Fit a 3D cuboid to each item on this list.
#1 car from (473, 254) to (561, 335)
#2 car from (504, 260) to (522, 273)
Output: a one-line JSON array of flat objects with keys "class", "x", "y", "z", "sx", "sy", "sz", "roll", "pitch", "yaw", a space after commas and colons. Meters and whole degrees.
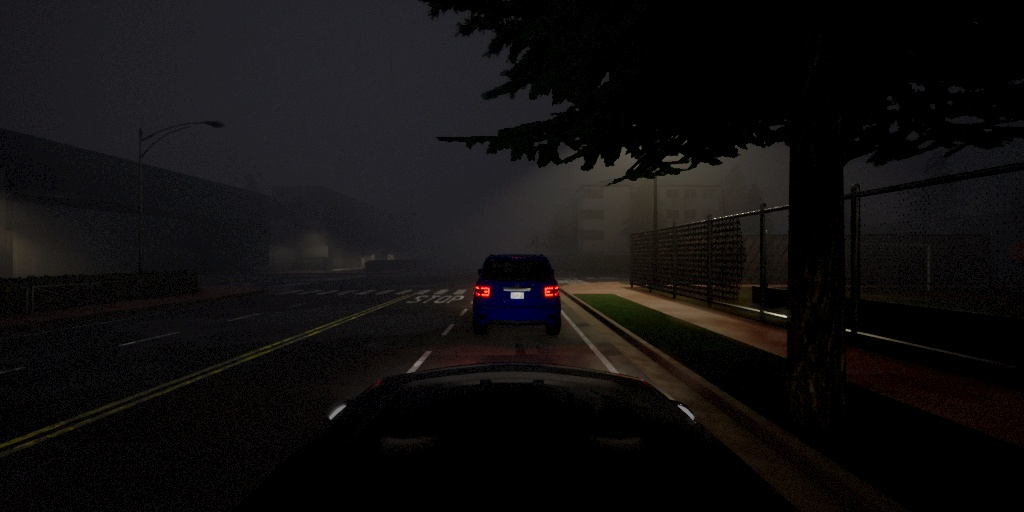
[{"class": "car", "x": 0.124, "y": 0.972, "z": 10.649, "sx": 2.150, "sy": 2.045, "sz": 5.566, "roll": 0, "pitch": 0, "yaw": 0}, {"class": "car", "x": 0.069, "y": 1.242, "z": 45.524, "sx": 2.128, "sy": 1.511, "sz": 4.902, "roll": 0, "pitch": 0, "yaw": 0}]
